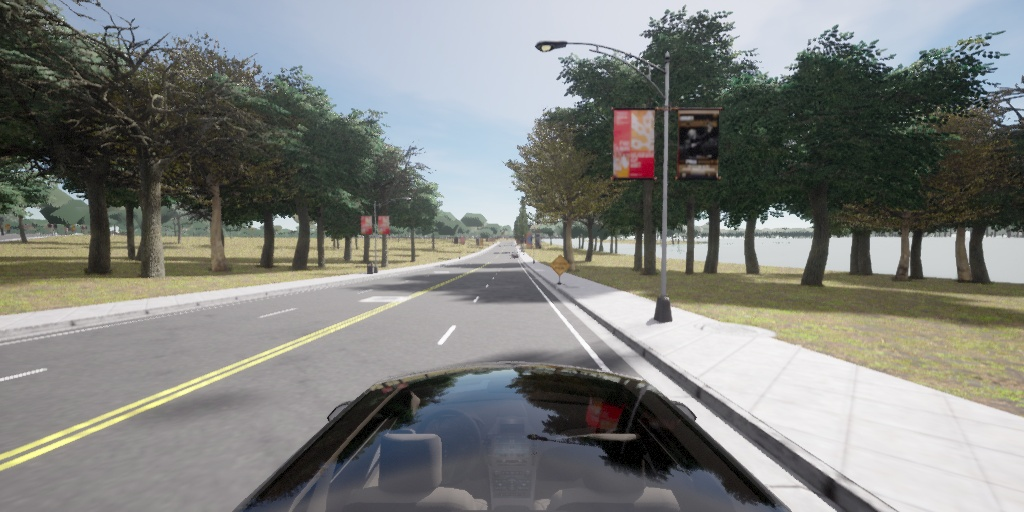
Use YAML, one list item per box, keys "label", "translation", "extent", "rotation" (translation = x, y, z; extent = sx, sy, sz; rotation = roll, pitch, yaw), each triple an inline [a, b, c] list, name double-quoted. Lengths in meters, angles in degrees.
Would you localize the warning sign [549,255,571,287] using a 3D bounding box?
- label: "warning sign"
  translation: [2.851, 0.851, 21.646]
  extent: [1.300, 1.860, 1.060]
  rotation: [0, 0, 0]
